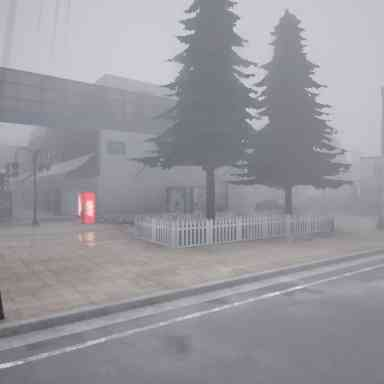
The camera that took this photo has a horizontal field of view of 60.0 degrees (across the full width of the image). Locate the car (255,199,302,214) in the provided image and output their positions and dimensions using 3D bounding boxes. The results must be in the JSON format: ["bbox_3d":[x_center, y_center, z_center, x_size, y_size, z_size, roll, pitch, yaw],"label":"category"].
[{"bbox_3d":[8.400,1.462,32.496,1.882,1.535,5.008,0,0,-34],"label":"car"}]
